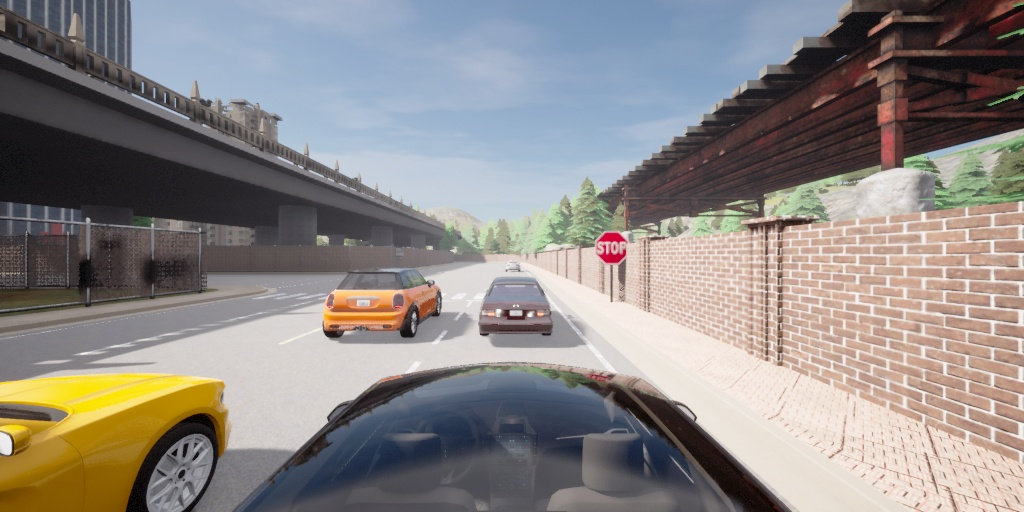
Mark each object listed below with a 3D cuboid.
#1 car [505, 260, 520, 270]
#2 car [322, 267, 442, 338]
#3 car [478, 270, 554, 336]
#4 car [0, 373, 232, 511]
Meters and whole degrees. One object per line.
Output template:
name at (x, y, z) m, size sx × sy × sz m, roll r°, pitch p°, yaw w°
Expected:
car at (0.113, 1.276, 46.246) m, size 1.812 × 1.442 × 4.674 m, roll 0°, pitch 0°, yaw -1°
car at (-3.413, 1.102, 10.350) m, size 2.097 × 1.767 × 4.553 m, roll 0°, pitch 0°, yaw 0°
car at (0.088, 1.297, 10.369) m, size 2.033 × 1.411 × 5.357 m, roll 0°, pitch 0°, yaw 0°
car at (-3.397, 1.228, 1.092) m, size 1.882 × 1.535 × 5.008 m, roll 0°, pitch 0°, yaw 0°
